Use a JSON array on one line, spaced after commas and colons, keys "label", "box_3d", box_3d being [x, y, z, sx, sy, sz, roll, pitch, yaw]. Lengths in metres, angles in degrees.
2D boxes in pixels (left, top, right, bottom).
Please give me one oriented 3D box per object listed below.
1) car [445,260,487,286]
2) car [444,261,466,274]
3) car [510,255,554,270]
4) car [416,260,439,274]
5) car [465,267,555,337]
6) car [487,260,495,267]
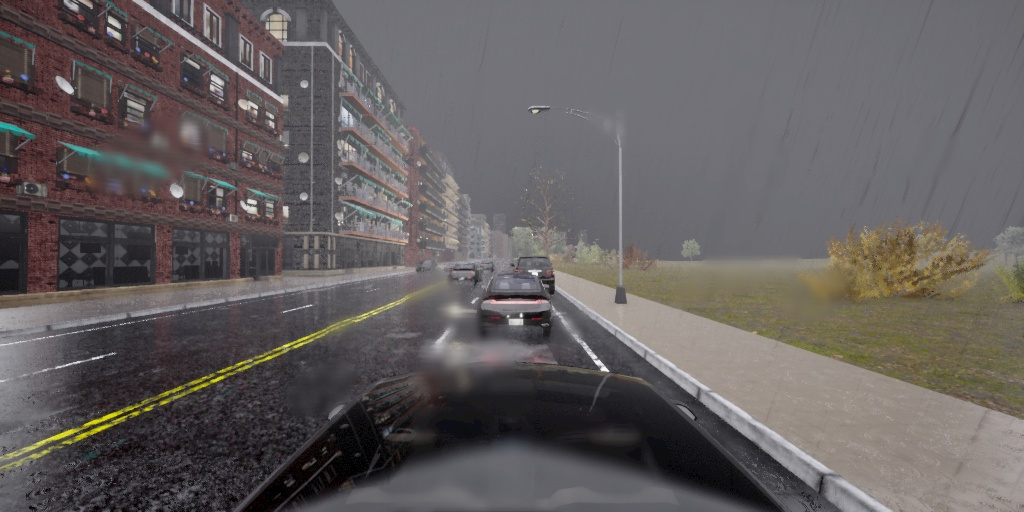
[{"label": "car", "box_3d": [-3.178, 1.244, 25.375, 2.128, 1.511, 4.902, 0, 0, 0]}, {"label": "car", "box_3d": [-6.650, 1.315, 42.321, 1.994, 1.385, 4.181, 0, 0, 0]}, {"label": "car", "box_3d": [1.115, 0.977, 20.189, 2.150, 2.045, 5.566, 0, 0, 0]}, {"label": "car", "box_3d": [-9.900, 1.256, 42.067, 1.837, 1.490, 4.892, 0, 0, 0]}, {"label": "car", "box_3d": [0.090, 1.243, 10.318, 2.128, 1.511, 4.902, 0, 0, 0]}, {"label": "car", "box_3d": [-3.209, 1.240, 45.869, 2.128, 1.511, 4.902, 0, 0, 0]}]
